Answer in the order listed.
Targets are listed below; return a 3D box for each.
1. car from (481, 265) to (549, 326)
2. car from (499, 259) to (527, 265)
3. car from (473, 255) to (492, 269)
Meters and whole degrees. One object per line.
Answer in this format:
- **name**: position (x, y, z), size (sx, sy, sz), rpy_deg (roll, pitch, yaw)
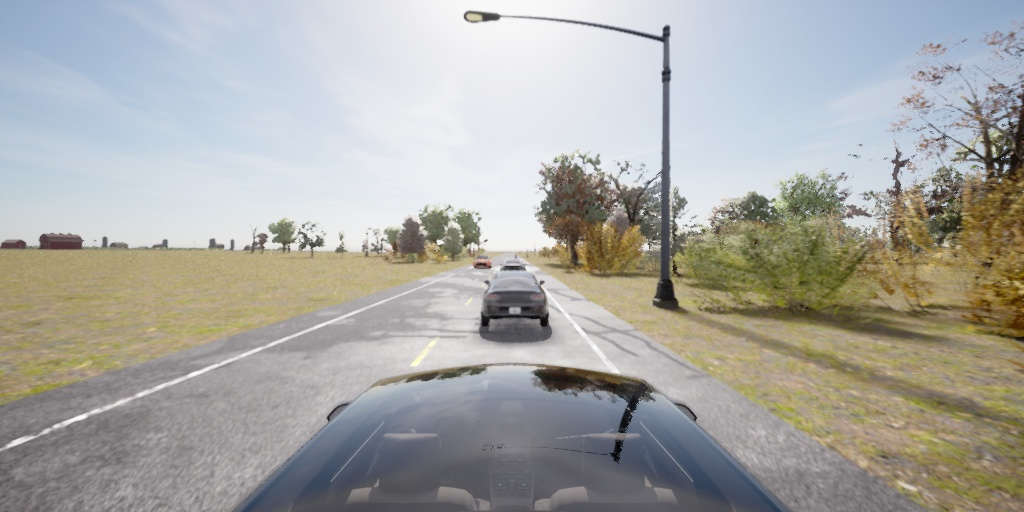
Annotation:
- **car**: position (0.081, 1.175, 11.165), size (1.812, 1.442, 4.674), rpy_deg (0, 0, 0)
- **car**: position (0.081, 0.974, 27.595), size (1.837, 1.490, 4.892), rpy_deg (0, 1, 0)
- **car**: position (-3.593, 0.636, 44.202), size (2.097, 1.767, 4.553), rpy_deg (0, 1, 0)
